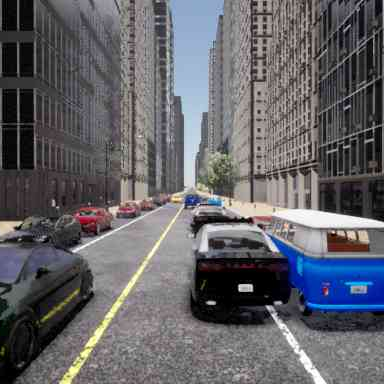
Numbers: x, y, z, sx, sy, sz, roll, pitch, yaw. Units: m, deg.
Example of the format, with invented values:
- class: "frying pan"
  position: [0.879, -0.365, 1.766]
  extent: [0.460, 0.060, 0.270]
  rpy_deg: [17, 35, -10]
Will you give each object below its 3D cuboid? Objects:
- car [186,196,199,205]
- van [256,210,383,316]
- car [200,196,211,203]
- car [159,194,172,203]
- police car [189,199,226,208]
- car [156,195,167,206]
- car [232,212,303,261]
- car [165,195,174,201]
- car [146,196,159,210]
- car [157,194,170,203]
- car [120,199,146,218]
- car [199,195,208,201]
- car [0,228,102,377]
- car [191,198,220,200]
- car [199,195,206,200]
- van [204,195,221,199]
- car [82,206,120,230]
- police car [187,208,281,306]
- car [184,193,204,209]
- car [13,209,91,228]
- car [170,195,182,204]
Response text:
- class: "car"
  position: [0.117, 1.463, 59.168]
  extent: [2.128, 1.511, 4.902]
  rpy_deg: [0, 0, 0]
- class: "van"
  position: [2.701, 1.340, 7.235]
  extent: [1.690, 1.788, 3.998]
  rpy_deg: [0, 0, 0]
- class: "car"
  position: [2.825, 1.510, 69.901]
  extent: [2.008, 1.369, 4.403]
  rpy_deg: [0, 0, 0]
- class: "car"
  position: [-5.556, 1.274, 69.918]
  extent: [2.192, 1.841, 5.009]
  rpy_deg: [0, 0, 0]
- class: "police car"
  position: [0.936, 1.423, 18.233]
  extent: [1.930, 1.638, 5.238]
  rpy_deg: [0, 0, 0]
- class: "car"
  position: [-5.589, 1.544, 52.827]
  extent: [1.947, 1.339, 4.313]
  rpy_deg: [0, 0, 0]
- class: "car"
  position: [2.713, 1.580, 12.931]
  extent: [1.802, 1.307, 4.206]
  rpy_deg: [0, 0, 0]
- class: "car"
  position: [-5.533, 1.526, 81.313]
  extent: [1.802, 1.307, 4.206]
  rpy_deg: [0, 0, 0]
- class: "car"
  position: [-5.612, 1.569, 41.434]
  extent: [1.802, 1.307, 4.206]
  rpy_deg: [0, 0, 0]
- class: "car"
  position: [-5.578, 1.287, 58.524]
  extent: [2.192, 1.841, 5.009]
  rpy_deg: [0, 0, 0]
- class: "car"
  position: [-5.634, 1.576, 30.040]
  extent: [1.802, 1.307, 4.206]
  rpy_deg: [0, 0, 0]
- class: "car"
  position: [2.847, 1.495, 81.296]
  extent: [2.008, 1.369, 4.403]
  rpy_deg: [0, 0, 0]
- class: "car"
  position: [-3.090, 1.563, 5.395]
  extent: [1.994, 1.385, 4.181]
  rpy_deg: [0, 0, 0]
- class: "car"
  position: [0.948, 1.452, 24.313]
  extent: [1.801, 1.575, 5.366]
  rpy_deg: [0, 0, 0]
- class: "car"
  position: [2.870, 1.476, 92.690]
  extent: [2.008, 1.369, 4.403]
  rpy_deg: [0, 0, 0]
- class: "van"
  position: [2.768, 1.329, 41.416]
  extent: [1.690, 1.788, 3.998]
  rpy_deg: [0, 0, 0]
- class: "car"
  position: [-5.656, 1.542, 18.645]
  extent: [1.887, 1.381, 4.507]
  rpy_deg: [0, 0, 0]
- class: "police car"
  position: [0.917, 1.424, 8.233]
  extent: [1.930, 1.638, 5.238]
  rpy_deg: [0, 0, 0]
- class: "car"
  position: [0.093, 1.206, 44.894]
  extent: [2.150, 2.045, 5.566]
  rpy_deg: [0, 0, 0]
- class: "car"
  position: [-5.668, 1.564, 12.948]
  extent: [1.947, 1.339, 4.313]
  rpy_deg: [0, 0, 0]
- class: "car"
  position: [-2.877, 1.445, 62.317]
  extent: [1.882, 1.535, 5.008]
  rpy_deg: [0, 0, 0]
